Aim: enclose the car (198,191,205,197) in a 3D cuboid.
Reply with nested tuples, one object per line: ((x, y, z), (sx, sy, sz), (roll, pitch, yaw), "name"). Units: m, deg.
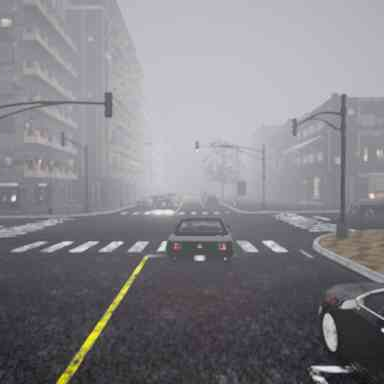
((2.668, 0.518, 94.944), (1.967, 1.590, 4.097), (0, 1, 0), "car")

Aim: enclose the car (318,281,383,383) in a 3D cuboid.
((2.654, 1.520, 3.140), (2.008, 1.369, 4.403), (0, 1, 0), "car")

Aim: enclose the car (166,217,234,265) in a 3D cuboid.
((0.348, 1.501, 11.268), (1.895, 1.301, 4.718), (0, 0, 3), "car")

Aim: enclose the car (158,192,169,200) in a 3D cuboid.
((-5.707, 0.794, 67.283), (1.967, 1.590, 4.097), (0, 1, 0), "car")

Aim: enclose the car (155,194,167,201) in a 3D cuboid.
((-5.705, 0.990, 61.752), (1.802, 1.307, 4.206), (0, 1, 0), "car")

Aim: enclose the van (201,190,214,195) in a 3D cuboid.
((2.676, 0.857, 50.677), (1.690, 1.788, 3.998), (0, 1, 0), "van")

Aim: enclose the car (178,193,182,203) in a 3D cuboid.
((-3.088, 0.878, 49.670), (2.097, 1.767, 4.553), (0, 1, 0), "car")

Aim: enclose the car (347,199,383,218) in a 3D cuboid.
((13.695, 1.113, 23.685), (4.718, 1.301, 1.895), (-1, 1, 0), "car")

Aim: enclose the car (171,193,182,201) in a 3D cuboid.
((-3.032, 0.931, 65.663), (1.994, 1.385, 4.181), (0, 1, 0), "car")

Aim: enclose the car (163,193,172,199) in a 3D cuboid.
((-5.708, 0.826, 78.352), (1.802, 1.307, 4.206), (0, 1, 0), "car")

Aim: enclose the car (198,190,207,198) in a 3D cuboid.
((2.669, 0.504, 83.877), (2.192, 1.841, 5.009), (0, 1, 0), "car")

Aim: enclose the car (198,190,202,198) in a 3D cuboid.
((2.675, 0.848, 61.745), (1.967, 1.590, 4.097), (0, 1, 0), "car")

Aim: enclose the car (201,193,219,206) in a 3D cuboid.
((2.679, 1.136, 45.146), (1.947, 1.339, 4.313), (0, 1, 0), "car")

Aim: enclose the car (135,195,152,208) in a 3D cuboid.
((-5.701, 1.175, 39.618), (2.008, 1.369, 4.403), (0, 1, 0), "car")

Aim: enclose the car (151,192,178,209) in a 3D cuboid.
((-3.099, 1.122, 38.886), (2.128, 1.511, 4.902), (0, 1, 0), "car")

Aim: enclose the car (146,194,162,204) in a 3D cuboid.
((-5.702, 1.061, 50.685), (1.887, 1.381, 4.507), (0, 1, 0), "car")
